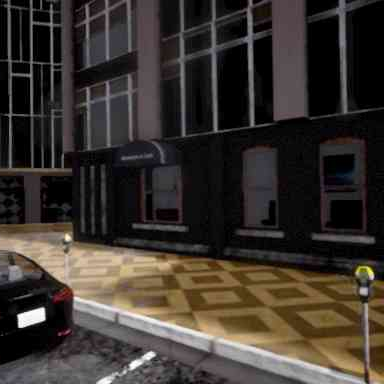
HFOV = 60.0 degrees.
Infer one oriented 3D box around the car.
[{"bbox_3d":[-3.687,1.623,5.359,4.313,1.339,1.947,-1,-1,36],"label":"car"}]
